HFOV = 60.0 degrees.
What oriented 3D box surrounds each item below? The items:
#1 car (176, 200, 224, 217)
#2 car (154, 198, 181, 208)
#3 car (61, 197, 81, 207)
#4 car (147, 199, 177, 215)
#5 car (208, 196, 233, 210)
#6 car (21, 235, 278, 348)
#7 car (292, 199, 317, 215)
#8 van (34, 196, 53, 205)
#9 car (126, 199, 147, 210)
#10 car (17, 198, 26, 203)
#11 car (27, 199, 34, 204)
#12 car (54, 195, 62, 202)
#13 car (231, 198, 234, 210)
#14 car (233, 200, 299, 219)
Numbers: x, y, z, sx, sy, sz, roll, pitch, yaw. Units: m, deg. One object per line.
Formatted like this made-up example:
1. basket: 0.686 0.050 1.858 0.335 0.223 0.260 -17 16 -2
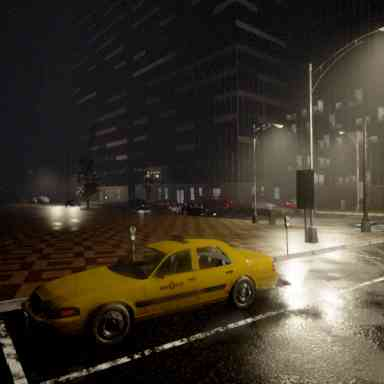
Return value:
1. car: 0.759 1.792 33.877 1.947 1.339 4.313 -2 1 -41
2. car: -3.920 1.714 52.140 1.947 1.339 4.313 -2 1 -41
3. car: -21.348 1.999 59.510 1.802 1.307 4.206 -2 1 -41
4. car: -2.929 1.698 38.147 1.967 1.590 4.097 -2 1 -41
5. car: 3.454 1.399 43.579 2.192 1.841 5.009 -2 1 -41
6. car: -0.465 1.524 6.245 4.829 1.417 1.752 0 -1 -35
7. car: 10.841 1.459 35.029 1.967 1.590 4.097 -2 1 -41
8. van: -32.407 1.852 72.323 1.690 1.788 3.998 -2 1 -41
9. car: -7.702 1.769 47.700 1.837 1.490 4.892 -2 0 -40
10. car: -43.345 2.126 85.012 1.752 1.417 4.829 -2 1 -41
11. car: -35.977 2.066 76.468 1.752 1.417 4.829 -2 1 -41
12. car: -33.445 1.943 86.363 1.887 1.381 4.507 -2 1 -41
13. car: 7.153 1.634 39.307 1.802 1.307 4.206 -2 1 -41
14. car: 6.721 1.684 30.935 2.033 1.411 5.357 -2 1 -41
